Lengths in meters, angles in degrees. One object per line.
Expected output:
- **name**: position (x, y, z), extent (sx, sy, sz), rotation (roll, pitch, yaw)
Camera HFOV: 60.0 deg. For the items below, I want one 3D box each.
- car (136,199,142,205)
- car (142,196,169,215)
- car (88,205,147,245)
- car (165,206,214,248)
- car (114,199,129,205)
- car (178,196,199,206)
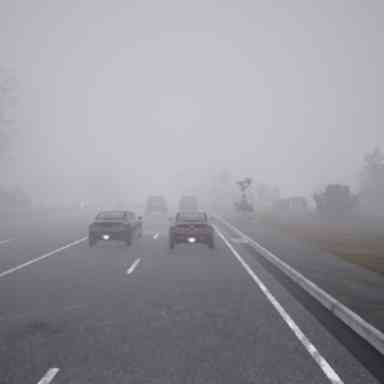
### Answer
- **car**: position (-7.726, 1.861, 53.159), extent (1.812, 1.442, 4.674), rotation (0, 0, -1)
- **car**: position (-3.871, 1.452, 37.421), extent (2.150, 2.045, 5.566), rotation (0, 0, -1)
- **car**: position (-3.546, 1.604, 16.023), extent (1.837, 1.490, 4.892), rotation (0, 0, -1)
- **car**: position (-0.034, 1.598, 15.183), extent (1.837, 1.490, 4.892), rotation (0, 0, -1)
- **car**: position (-11.227, 1.869, 53.186), extent (1.837, 1.490, 4.892), rotation (0, 0, -1)
- **car**: position (-0.372, 1.451, 37.428), extent (2.150, 2.045, 5.566), rotation (0, 0, -1)
